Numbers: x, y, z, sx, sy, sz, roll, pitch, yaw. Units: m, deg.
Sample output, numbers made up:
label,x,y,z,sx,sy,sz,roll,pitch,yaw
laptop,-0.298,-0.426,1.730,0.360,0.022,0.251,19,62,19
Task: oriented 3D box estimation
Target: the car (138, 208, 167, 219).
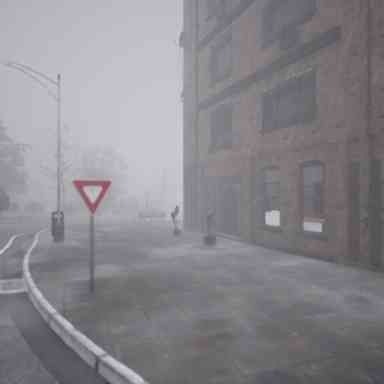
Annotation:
label,x,y,z,sx,sy,sz,roll,pitch,yaw
car,-4.873,2.686,41.612,1.994,1.385,4.181,0,-3,29
